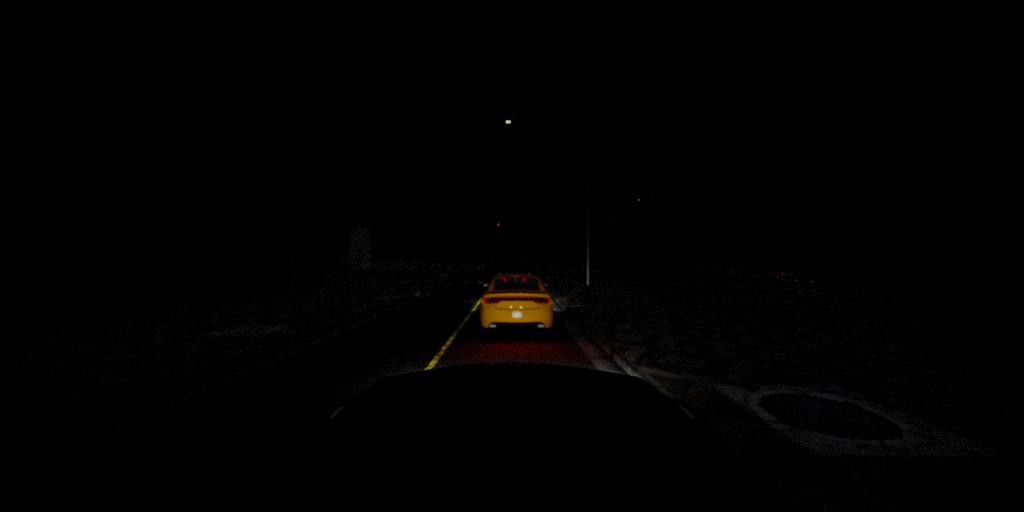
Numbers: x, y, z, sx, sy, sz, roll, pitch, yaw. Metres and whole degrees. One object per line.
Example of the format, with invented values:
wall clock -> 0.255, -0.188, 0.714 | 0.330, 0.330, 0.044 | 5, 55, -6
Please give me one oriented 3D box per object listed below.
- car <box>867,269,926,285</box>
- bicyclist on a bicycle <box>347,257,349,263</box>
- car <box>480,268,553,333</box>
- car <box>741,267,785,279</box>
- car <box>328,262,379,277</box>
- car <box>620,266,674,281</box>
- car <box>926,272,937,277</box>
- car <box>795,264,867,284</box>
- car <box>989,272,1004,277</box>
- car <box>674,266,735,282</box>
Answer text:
car -> 34.783, 2.024, 33.237 | 4.507, 1.381, 1.888 | 0, 0, 0
bicyclist on a bicycle -> -20.379, 0.994, 44.800 | 0.582, 1.620, 1.656 | 1, 0, 0
car -> 0.124, 1.274, 10.988 | 1.882, 1.535, 5.008 | 0, -1, 0
car -> 29.172, 1.969, 41.779 | 4.507, 1.381, 1.888 | 0, 0, 0
car -> -14.697, 1.273, 33.285 | 4.403, 1.370, 2.007 | 0, 0, 0
car -> 12.211, 1.683, 33.303 | 4.313, 1.339, 1.948 | 0, 0, 0
car -> 40.434, 2.156, 33.220 | 4.207, 1.307, 1.802 | 0, 0, 0
car -> 29.140, 1.700, 33.253 | 5.009, 1.841, 2.192 | 0, 0, 0
car -> 46.071, 2.215, 33.203 | 4.507, 1.381, 1.888 | 0, 0, 0
car -> 18.023, 1.730, 33.286 | 4.829, 1.417, 1.751 | 0, 0, 0
